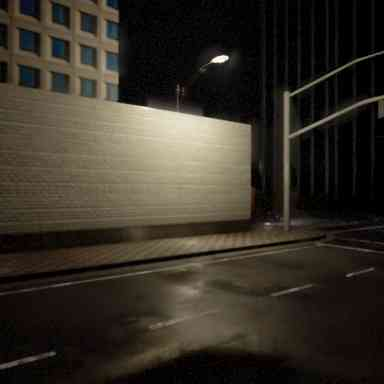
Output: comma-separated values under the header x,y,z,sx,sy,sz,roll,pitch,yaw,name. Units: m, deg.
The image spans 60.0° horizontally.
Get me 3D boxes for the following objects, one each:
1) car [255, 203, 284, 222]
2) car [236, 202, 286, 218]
x,y,z,sx,sy,sz,roll,pitch,yaw,name
5.363,1.639,27.956,1.812,1.442,4.674,0,0,-36,car
6.571,1.724,32.279,1.895,1.301,4.718,0,0,-36,car
